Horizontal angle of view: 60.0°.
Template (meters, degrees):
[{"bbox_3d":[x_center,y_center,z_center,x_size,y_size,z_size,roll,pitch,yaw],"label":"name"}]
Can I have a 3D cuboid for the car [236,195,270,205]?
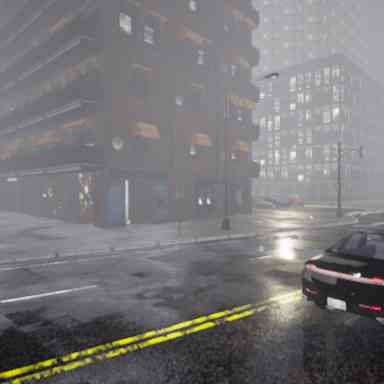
[{"bbox_3d":[8.649,1.118,47.240,4.313,1.339,1.947,1,0,44],"label":"car"}]

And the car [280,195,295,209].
[{"bbox_3d":[9.282,1.244,38.610,4.181,1.385,1.994,1,1,44],"label":"car"}]

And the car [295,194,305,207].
[{"bbox_3d":[12.579,1.077,43.601,4.097,1.590,1.967,1,0,44],"label":"car"}]

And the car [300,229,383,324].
[{"bbox_3d":[4.168,1.495,6.533,4.902,1.511,2.128,0,0,-36],"label":"car"}]

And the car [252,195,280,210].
[{"bbox_3d":[6.964,1.208,37.142,4.829,1.417,1.752,1,0,44],"label":"car"}]
